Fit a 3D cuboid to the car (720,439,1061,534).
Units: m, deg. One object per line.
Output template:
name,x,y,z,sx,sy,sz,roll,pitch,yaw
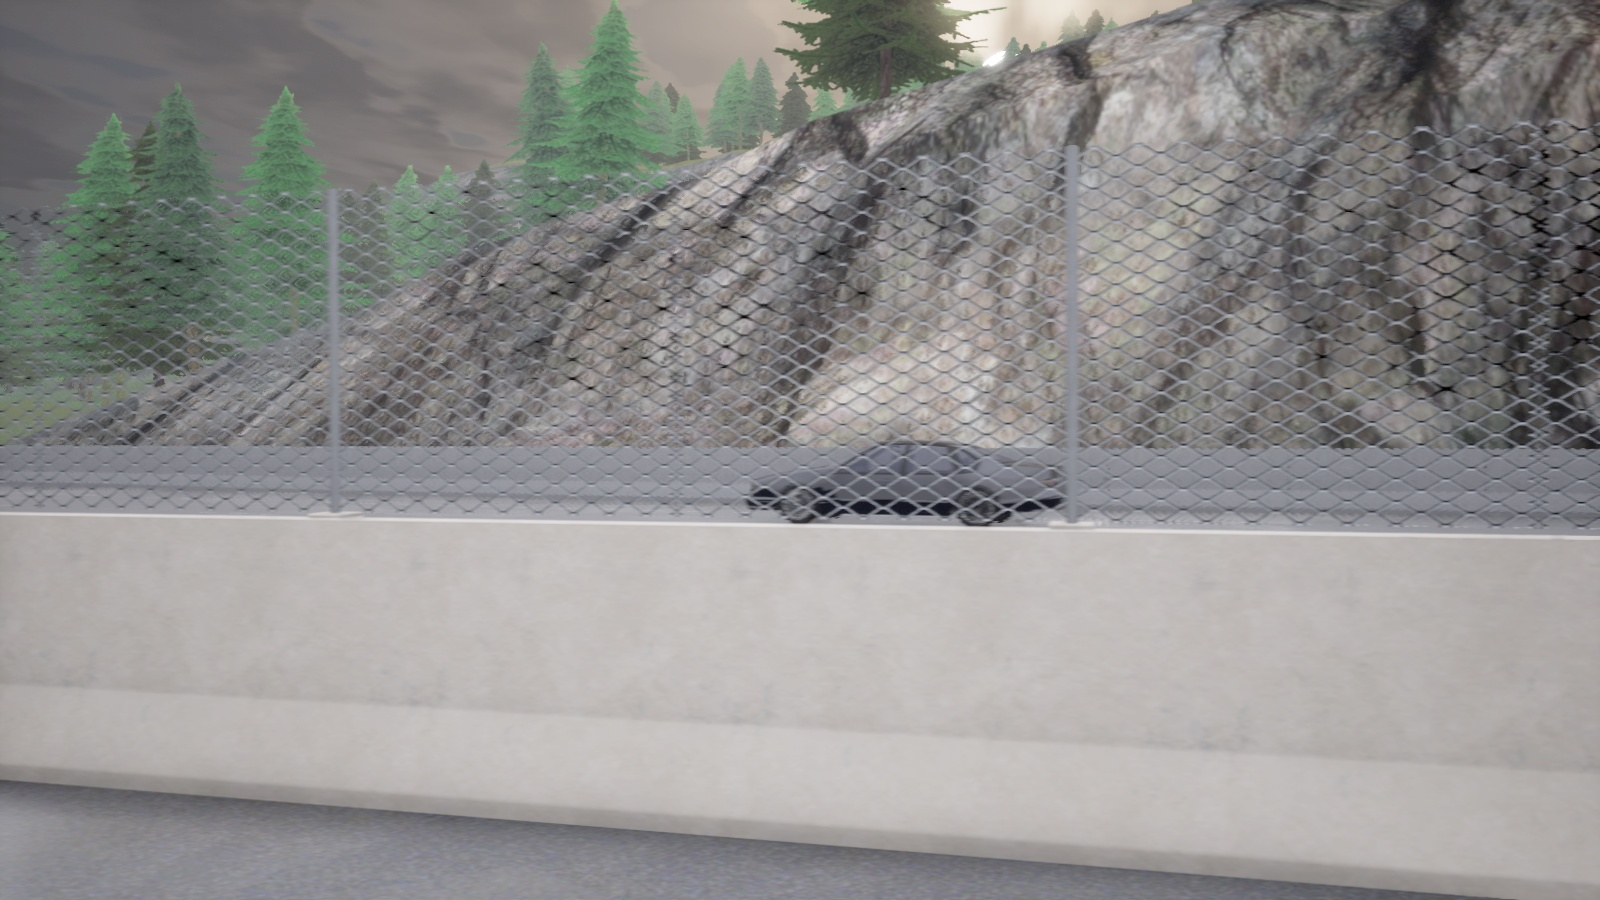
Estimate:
car,1.528,0.542,21.136,5.357,1.411,2.033,1,1,20
